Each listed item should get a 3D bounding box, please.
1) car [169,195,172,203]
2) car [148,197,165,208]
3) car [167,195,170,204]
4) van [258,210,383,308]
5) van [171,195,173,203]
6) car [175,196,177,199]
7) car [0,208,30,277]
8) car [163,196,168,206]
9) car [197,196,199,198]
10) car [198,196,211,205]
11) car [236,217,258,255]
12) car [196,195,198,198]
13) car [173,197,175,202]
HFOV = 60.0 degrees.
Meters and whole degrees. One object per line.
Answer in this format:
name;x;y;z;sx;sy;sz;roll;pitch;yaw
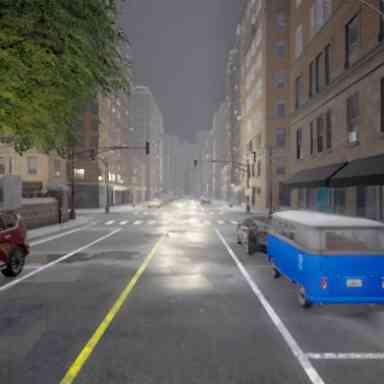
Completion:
car;-5.675;1.845;67.708;1.887;1.381;4.507;0;0;0
car;-5.673;1.748;51.186;1.752;1.417;4.829;0;0;0
car;-5.674;1.818;62.258;1.887;1.381;4.507;0;0;0
van;2.856;1.378;7.709;1.690;1.788;3.998;0;0;0
van;-5.676;1.668;73.160;1.690;1.788;3.998;0;0;0
car;-5.677;1.699;84.062;2.192;1.841;5.009;0;0;0
car;-5.669;1.353;7.669;2.192;1.841;5.009;0;0;0
car;-5.673;1.799;56.806;2.008;1.369;4.403;0;0;0
car;2.850;1.905;78.642;2.008;1.369;4.403;0;0;0
car;2.850;1.739;67.745;1.967;1.590;4.097;0;0;0
car;2.856;1.628;13.369;1.947;1.339;4.313;0;0;0
car;2.847;1.968;95.157;1.752;1.417;4.829;0;0;0
car;-5.676;1.906;78.610;2.008;1.369;4.403;0;0;0
